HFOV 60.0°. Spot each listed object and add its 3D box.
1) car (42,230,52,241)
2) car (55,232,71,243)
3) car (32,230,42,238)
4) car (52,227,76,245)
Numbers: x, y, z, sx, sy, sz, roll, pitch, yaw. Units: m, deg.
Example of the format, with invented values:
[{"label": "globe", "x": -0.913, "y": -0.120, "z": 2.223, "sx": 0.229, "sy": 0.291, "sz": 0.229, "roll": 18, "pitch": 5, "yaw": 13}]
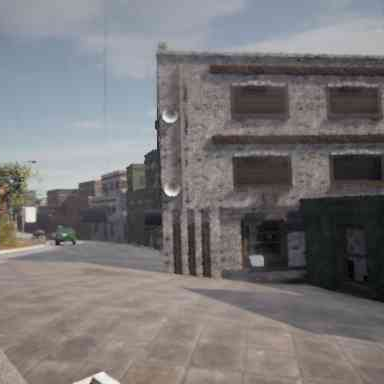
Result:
[{"label": "car", "x": -25.509, "y": 8.093, "z": 61.046, "sx": 1.812, "sy": 1.442, "sz": 4.674, "roll": 0, "pitch": -5, "yaw": -38}, {"label": "car", "x": -20.242, "y": 7.090, "z": 52.220, "sx": 1.837, "sy": 1.490, "sz": 4.892, "roll": -1, "pitch": -6, "yaw": -27}, {"label": "car", "x": -31.589, "y": 8.651, "z": 68.749, "sx": 1.837, "sy": 1.490, "sz": 4.892, "roll": 0, "pitch": -3, "yaw": -40}, {"label": "car", "x": -15.369, "y": 5.336, "z": 40.365, "sx": 2.150, "sy": 2.045, "sz": 5.566, "roll": -1, "pitch": -6, "yaw": -19}]
